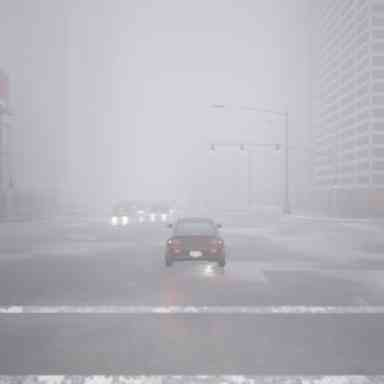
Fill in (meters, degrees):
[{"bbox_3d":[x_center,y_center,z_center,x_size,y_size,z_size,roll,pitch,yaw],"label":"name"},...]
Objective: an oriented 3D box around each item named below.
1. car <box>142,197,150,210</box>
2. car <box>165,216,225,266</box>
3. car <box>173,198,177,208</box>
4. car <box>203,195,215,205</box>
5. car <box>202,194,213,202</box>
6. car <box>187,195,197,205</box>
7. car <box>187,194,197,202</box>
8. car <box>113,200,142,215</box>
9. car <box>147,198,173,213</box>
[{"bbox_3d":[-7.088,1.741,44.819,1.895,1.301,4.718,0,0,0],"label":"car"},{"bbox_3d":[0.096,1.562,11.581,1.812,1.442,4.674,0,0,0],"label":"car"},{"bbox_3d":[-3.580,1.673,46.918,1.812,1.442,4.674,0,0,0],"label":"car"},{"bbox_3d":[3.494,1.695,65.072,2.128,1.511,4.902,0,0,0],"label":"car"},{"bbox_3d":[3.493,1.420,75.361,2.097,1.767,4.553,0,0,0],"label":"car"},{"bbox_3d":[-0.006,1.806,65.454,1.895,1.301,4.718,0,0,0],"label":"car"},{"bbox_3d":[-0.007,1.420,75.360,2.097,1.767,4.553,0,0,0],"label":"car"},{"bbox_3d":[-7.101,1.603,35.548,2.128,1.511,4.902,0,0,0],"label":"car"},{"bbox_3d":[-3.599,1.683,38.141,1.994,1.385,4.181,0,0,0],"label":"car"}]
